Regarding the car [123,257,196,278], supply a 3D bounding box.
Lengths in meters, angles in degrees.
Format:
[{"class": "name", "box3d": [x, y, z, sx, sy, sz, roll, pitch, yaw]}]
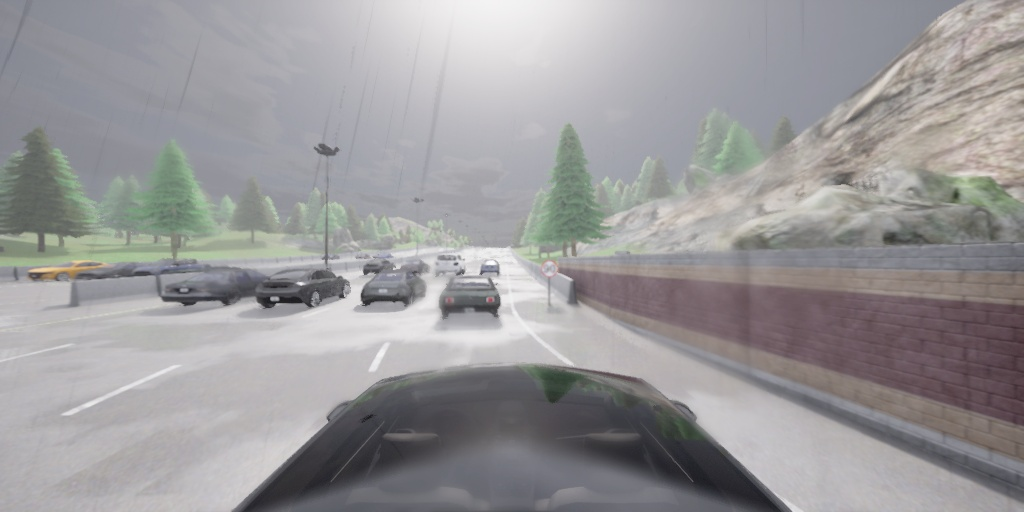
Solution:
[{"class": "car", "box3d": [-26.631, 0.976, 27.946, 2.097, 1.767, 4.553, 0, 1, -1]}]

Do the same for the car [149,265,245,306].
[{"class": "car", "box3d": [-12.129, 1.281, 15.689, 2.033, 1.411, 5.357, 0, 0, -2]}]

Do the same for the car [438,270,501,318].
[{"class": "car", "box3d": [-1.438, 1.345, 12.926, 1.895, 1.301, 4.718, 0, 0, -5]}]

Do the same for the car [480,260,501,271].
[{"class": "car", "box3d": [-2.072, 1.072, 34.687, 2.033, 1.411, 5.357, 0, 1, -1]}]

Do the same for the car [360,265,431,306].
[{"class": "car", "box3d": [-5.047, 1.293, 15.795, 1.994, 1.385, 4.181, 0, 0, -3]}]

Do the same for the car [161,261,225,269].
[{"class": "car", "box3d": [-23.113, 1.234, 27.104, 1.895, 1.301, 4.718, 0, 1, -1]}]

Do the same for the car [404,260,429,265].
[{"class": "car", "box3d": [-9.058, 1.085, 33.948, 2.033, 1.411, 5.357, 0, 1, -1]}]

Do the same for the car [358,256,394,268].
[{"class": "car", "box3d": [-12.564, 1.042, 34.167, 1.837, 1.490, 4.892, 0, 1, -1]}]

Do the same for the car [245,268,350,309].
[{"class": "car", "box3d": [-8.522, 1.244, 15.100, 1.837, 1.490, 4.892, 0, 1, -3]}]

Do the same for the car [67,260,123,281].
[{"class": "car", "box3d": [-30.132, 1.173, 27.896, 2.033, 1.411, 5.357, 0, 1, -1]}]

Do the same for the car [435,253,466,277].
[{"class": "car", "box3d": [-5.529, 0.779, 32.540, 2.150, 2.045, 5.566, 0, 1, -1]}]

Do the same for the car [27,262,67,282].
[{"class": "car", "box3d": [-33.627, 1.107, 27.668, 1.882, 1.535, 5.008, 0, 1, -1]}]
